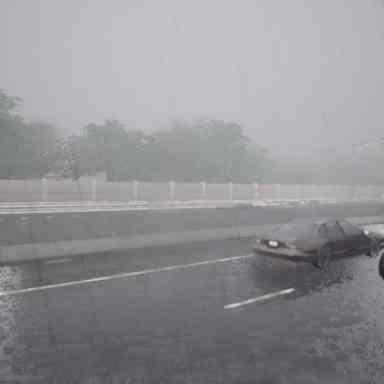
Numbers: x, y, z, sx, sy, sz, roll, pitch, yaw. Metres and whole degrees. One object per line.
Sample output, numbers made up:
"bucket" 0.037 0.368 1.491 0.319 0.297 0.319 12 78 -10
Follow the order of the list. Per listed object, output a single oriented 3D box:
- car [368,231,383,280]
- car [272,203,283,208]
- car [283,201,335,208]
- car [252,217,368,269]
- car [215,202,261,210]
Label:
"car" 6.592 1.577 8.446 4.181 1.385 1.994 0 0 -35
"car" 9.584 1.595 32.313 4.181 1.385 1.994 0 0 -35
"car" 10.564 1.523 28.714 4.902 1.511 2.128 0 0 -35
"car" 4.421 1.561 11.196 5.357 1.411 2.033 0 0 -35
"car" 4.573 1.630 33.042 4.718 1.301 1.895 0 0 -35
